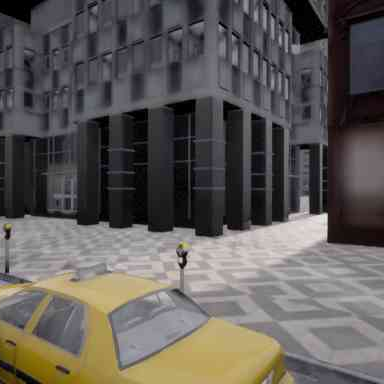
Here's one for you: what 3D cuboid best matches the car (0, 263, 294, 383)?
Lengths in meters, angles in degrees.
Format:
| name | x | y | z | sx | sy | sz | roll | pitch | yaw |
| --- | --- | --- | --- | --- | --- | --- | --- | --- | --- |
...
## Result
| name | x | y | z | sx | sy | sz | roll | pitch | yaw |
| --- | --- | --- | --- | --- | --- | --- | --- | --- | --- |
| car | -1.349 | 1.525 | 3.923 | 4.829 | 1.417 | 1.752 | 0 | 0 | 36 |
